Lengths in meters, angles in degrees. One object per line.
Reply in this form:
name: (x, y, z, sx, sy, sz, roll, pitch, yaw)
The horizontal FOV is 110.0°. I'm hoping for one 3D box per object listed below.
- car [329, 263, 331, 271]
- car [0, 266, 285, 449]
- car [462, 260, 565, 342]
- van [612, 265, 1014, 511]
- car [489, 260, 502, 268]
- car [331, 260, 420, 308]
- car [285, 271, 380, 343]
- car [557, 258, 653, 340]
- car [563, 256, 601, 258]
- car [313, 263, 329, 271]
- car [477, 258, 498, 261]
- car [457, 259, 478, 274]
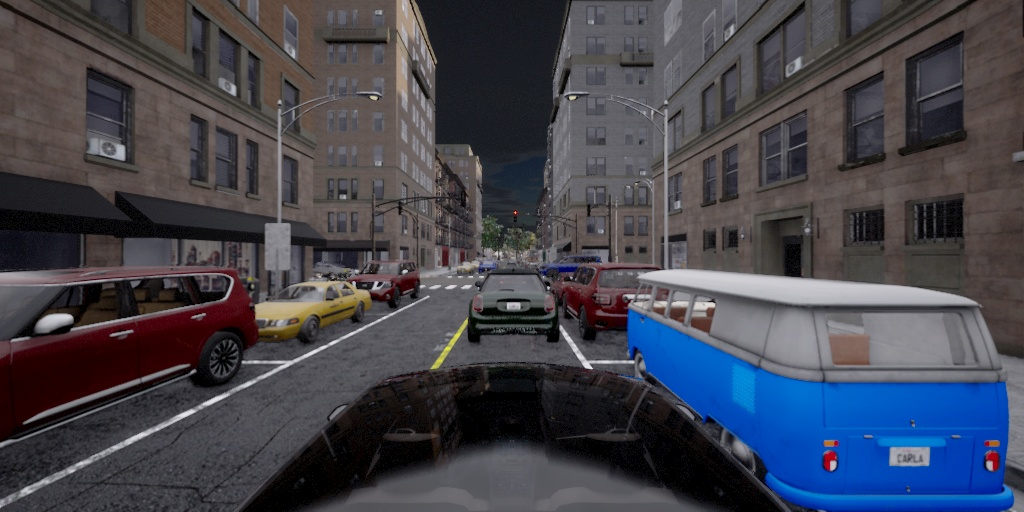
car: (-16.323, 1.358, 30.672, 4.902, 1.511, 2.128, 0, 0, 0)
car: (-5.402, 1.069, 4.217, 2.192, 1.841, 5.009, 0, 0, 0)
car: (0.022, 1.116, 9.944, 2.097, 1.767, 4.553, 0, 0, 0)
van: (2.635, 1.095, 4.227, 1.690, 1.789, 3.998, 0, 0, 0)
car: (-2.902, 1.416, 62.856, 1.994, 1.385, 4.181, 0, 0, 0)
car: (-5.420, 1.087, 15.574, 2.192, 1.841, 5.009, 0, 0, 0)
car: (-5.410, 1.289, 9.725, 1.751, 1.417, 4.829, 0, 0, 0)
car: (2.627, 1.078, 9.905, 2.192, 1.841, 5.009, 0, 0, 0)
car: (5.114, 0.993, 30.734, 5.566, 2.045, 2.150, 0, 0, 0)
car: (-17.156, 1.387, 27.722, 4.674, 1.442, 1.812, 0, 0, 0)
car: (-2.902, 1.295, 42.829, 1.882, 1.535, 5.008, 0, 0, 0)
car: (-5.473, 1.342, 42.411, 1.751, 1.417, 4.829, 0, 0, 0)
